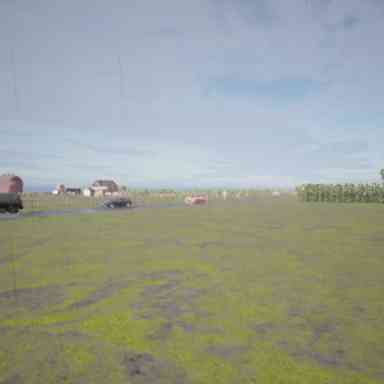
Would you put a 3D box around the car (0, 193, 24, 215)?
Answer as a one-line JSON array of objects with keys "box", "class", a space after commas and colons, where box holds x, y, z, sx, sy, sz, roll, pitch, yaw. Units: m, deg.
[{"box": [-18.634, 1.123, 30.889, 2.150, 2.045, 5.566, 1, 1, 34], "class": "car"}]

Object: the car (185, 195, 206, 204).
[{"box": [0.655, 1.257, 59.626, 2.097, 1.767, 4.553, 1, 0, 34], "class": "car"}]

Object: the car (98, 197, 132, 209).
[{"box": [-10.043, 1.391, 43.768, 1.837, 1.490, 4.892, 1, 2, 34], "class": "car"}]
